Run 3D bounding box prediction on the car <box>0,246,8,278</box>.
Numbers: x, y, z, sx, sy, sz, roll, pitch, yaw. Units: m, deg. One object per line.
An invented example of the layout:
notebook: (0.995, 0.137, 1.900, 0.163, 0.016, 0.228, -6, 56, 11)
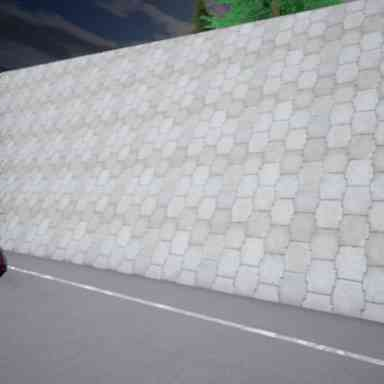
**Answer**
car: (-6.578, 1.501, 8.475, 4.181, 1.385, 1.994, 0, 1, 35)
